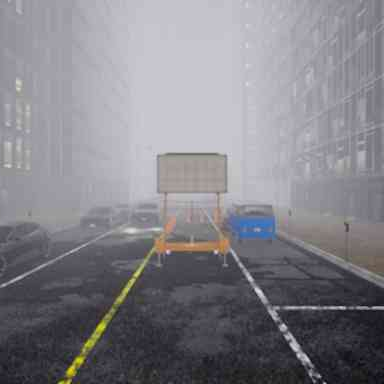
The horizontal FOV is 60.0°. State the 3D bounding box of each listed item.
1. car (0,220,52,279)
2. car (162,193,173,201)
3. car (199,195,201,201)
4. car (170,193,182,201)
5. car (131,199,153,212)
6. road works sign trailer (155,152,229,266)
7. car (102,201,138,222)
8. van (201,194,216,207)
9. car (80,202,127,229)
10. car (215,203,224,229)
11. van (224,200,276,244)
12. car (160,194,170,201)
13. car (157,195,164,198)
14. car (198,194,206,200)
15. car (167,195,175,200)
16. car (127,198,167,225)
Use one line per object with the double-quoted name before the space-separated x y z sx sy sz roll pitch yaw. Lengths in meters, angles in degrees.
"car" -5.693 1.552 9.825 1.947 1.339 4.313 0 0 0
"car" -5.684 1.168 78.188 2.192 1.841 5.009 0 0 0
"car" 2.697 1.404 78.187 2.008 1.369 4.403 0 0 0
"car" -3.010 1.433 64.995 2.033 1.411 5.357 0 0 1
"car" -5.689 1.524 38.310 1.802 1.307 4.206 0 0 0
"road works sign trailer" 0.002 0.448 11.405 2.380 3.560 2.880 0 0 0
"car" -5.690 1.505 26.916 1.887 1.381 4.507 0 0 0
"van" 2.692 1.261 49.702 1.690 1.788 3.998 0 0 0
"car" -5.691 1.535 21.219 1.947 1.339 4.313 0 0 0
"car" 2.689 1.551 21.217 1.802 1.307 4.206 0 0 0
"van" 2.688 1.319 15.520 1.690 1.788 3.998 0 0 0
"car" -5.685 1.461 61.098 1.947 1.339 4.313 0 0 0
"car" -5.688 1.502 49.704 1.802 1.307 4.206 0 0 0
"car" 2.699 1.374 89.581 2.008 1.369 4.403 0 0 0
"car" -5.681 1.405 89.584 1.802 1.307 4.206 0 0 0
"car" -3.096 1.443 23.797 1.882 1.535 5.008 0 0 0
